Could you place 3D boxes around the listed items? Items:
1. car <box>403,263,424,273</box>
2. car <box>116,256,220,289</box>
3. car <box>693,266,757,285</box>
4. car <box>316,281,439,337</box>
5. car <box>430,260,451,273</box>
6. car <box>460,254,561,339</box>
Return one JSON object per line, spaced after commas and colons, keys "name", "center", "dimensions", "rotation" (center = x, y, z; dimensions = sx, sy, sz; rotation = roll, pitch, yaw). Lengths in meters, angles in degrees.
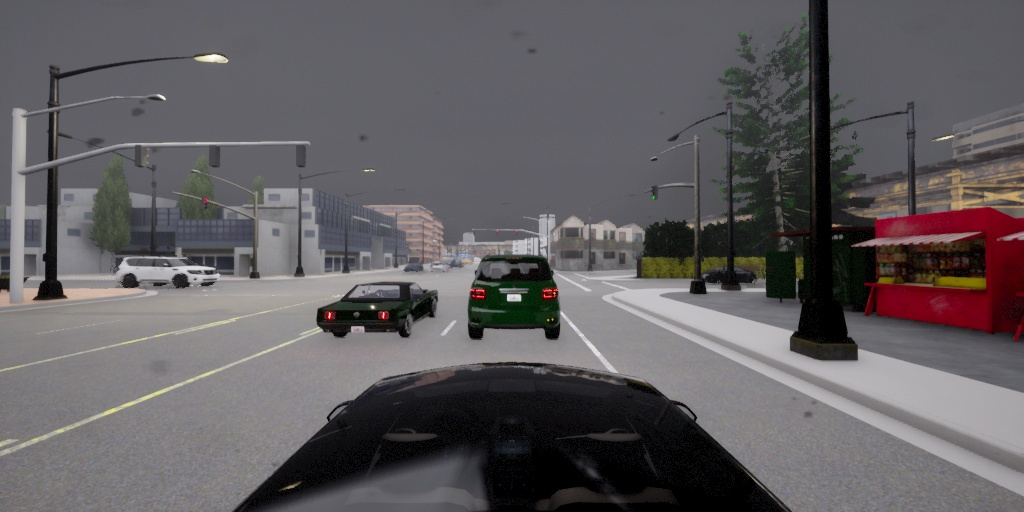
{"name": "car", "center": [-14.136, 1.708, 52.022], "dimensions": [2.033, 1.411, 5.357], "rotation": [0, -1, 0]}
{"name": "car", "center": [-22.664, 1.059, 23.705], "dimensions": [5.566, 2.045, 2.150], "rotation": [0, -1, 0]}
{"name": "car", "center": [16.050, 1.448, 27.119], "dimensions": [4.181, 1.385, 1.994], "rotation": [0, -1, 0]}
{"name": "car", "center": [-3.437, 1.368, 10.257], "dimensions": [1.895, 1.301, 4.718], "rotation": [0, 0, 0]}
{"name": "car", "center": [-10.628, 1.684, 52.622], "dimensions": [1.812, 1.442, 4.674], "rotation": [0, 0, 0]}
{"name": "car", "center": [0.060, 0.986, 10.241], "dimensions": [2.150, 2.045, 5.566], "rotation": [0, 0, 0]}
